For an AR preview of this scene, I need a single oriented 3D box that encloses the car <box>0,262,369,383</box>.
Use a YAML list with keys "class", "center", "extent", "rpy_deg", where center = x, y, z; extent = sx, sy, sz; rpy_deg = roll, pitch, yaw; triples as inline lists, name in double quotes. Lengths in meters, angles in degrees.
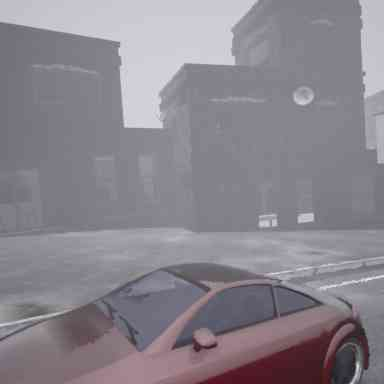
- class: "car"
  center: [-0.016, 1.554, 3.604]
  extent: [4.181, 1.385, 1.994]
  rpy_deg: [0, 0, -32]
